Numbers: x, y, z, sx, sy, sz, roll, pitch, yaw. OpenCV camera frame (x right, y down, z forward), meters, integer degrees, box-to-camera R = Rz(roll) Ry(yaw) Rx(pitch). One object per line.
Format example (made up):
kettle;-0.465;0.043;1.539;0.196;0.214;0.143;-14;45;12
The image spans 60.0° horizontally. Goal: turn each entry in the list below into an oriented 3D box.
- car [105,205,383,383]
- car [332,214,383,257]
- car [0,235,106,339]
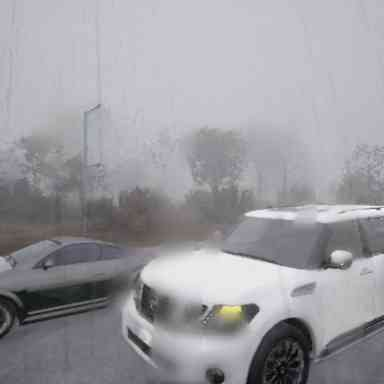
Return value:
car;1.757;1.253;5.247;5.566;2.045;2.150;0;0;-35
car;8.182;1.698;14.147;4.718;1.301;1.895;0;0;-35
car;-2.576;1.584;6.461;4.181;1.385;1.994;0;0;-36
